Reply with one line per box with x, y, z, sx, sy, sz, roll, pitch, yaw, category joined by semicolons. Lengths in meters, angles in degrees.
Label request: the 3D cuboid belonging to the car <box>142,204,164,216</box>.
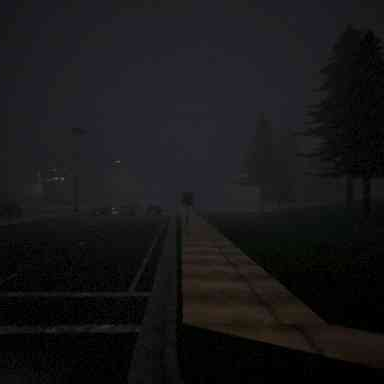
-5.030;2.440;44.550;2.128;1.511;4.902;1;-1;-2;car

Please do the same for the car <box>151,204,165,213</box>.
-5.594;2.737;54.711;1.994;1.385;4.181;1;-1;-3;car

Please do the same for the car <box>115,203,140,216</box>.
-8.527;2.357;44.410;1.882;1.535;5.008;1;-1;-3;car

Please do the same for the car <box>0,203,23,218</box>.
-19.706;1.945;35.093;2.128;1.511;4.902;1;-1;-3;car

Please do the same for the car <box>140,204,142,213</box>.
-9.088;2.582;54.553;1.882;1.535;5.008;1;-1;-3;car

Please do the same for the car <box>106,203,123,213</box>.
-12.583;2.598;54.351;1.994;1.385;4.181;1;-1;-3;car

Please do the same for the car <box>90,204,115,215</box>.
-12.027;2.412;44.283;1.895;1.301;4.718;1;-1;-2;car
